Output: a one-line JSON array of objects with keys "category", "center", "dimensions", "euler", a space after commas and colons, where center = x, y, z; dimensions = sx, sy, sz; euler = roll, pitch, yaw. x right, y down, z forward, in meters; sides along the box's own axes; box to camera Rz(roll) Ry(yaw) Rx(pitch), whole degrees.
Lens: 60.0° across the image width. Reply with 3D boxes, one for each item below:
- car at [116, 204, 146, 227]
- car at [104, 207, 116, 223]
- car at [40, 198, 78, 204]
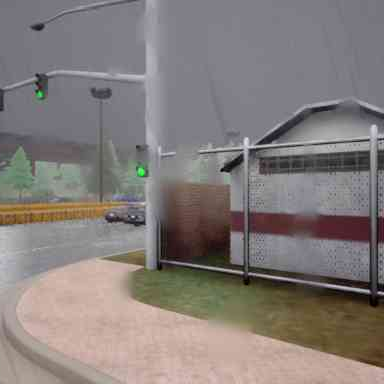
[{"category": "car", "center": [-2.147, 1.547, 22.034], "dimensions": [2.033, 1.411, 5.357], "euler": [0, 0, 34]}, {"category": "car", "center": [-4.469, 1.564, 24.856], "dimensions": [1.994, 1.385, 4.181], "euler": [0, 0, 34]}, {"category": "car", "center": [-15.880, 1.505, 39.628], "dimensions": [1.837, 1.490, 4.892], "euler": [0, 0, 34]}]
